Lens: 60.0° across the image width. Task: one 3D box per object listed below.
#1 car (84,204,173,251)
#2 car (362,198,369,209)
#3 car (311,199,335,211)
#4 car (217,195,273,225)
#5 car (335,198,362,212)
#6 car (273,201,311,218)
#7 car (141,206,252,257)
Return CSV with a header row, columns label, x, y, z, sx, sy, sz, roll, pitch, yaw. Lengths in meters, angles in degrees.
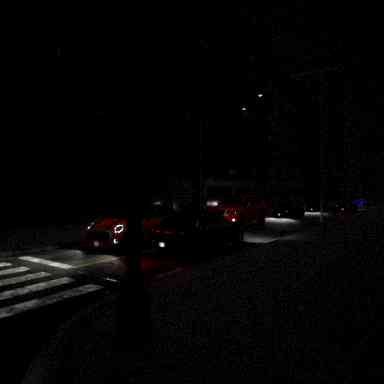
label,x,y,z,sx,sy,sz,roll,pitch,yaw
car,-2.306,1.345,14.213,2.097,1.767,4.553,0,0,34
car,23.574,1.536,46.750,1.812,1.442,4.674,0,0,35
car,14.733,1.537,38.882,2.033,1.411,5.357,0,0,35
car,3.139,1.213,22.156,2.150,2.045,5.566,0,0,35
car,17.831,1.604,38.348,1.895,1.301,4.718,0,0,35
car,8.964,1.538,30.591,2.033,1.411,5.357,0,0,35
car,0.373,1.510,13.129,1.837,1.490,4.892,0,0,35
